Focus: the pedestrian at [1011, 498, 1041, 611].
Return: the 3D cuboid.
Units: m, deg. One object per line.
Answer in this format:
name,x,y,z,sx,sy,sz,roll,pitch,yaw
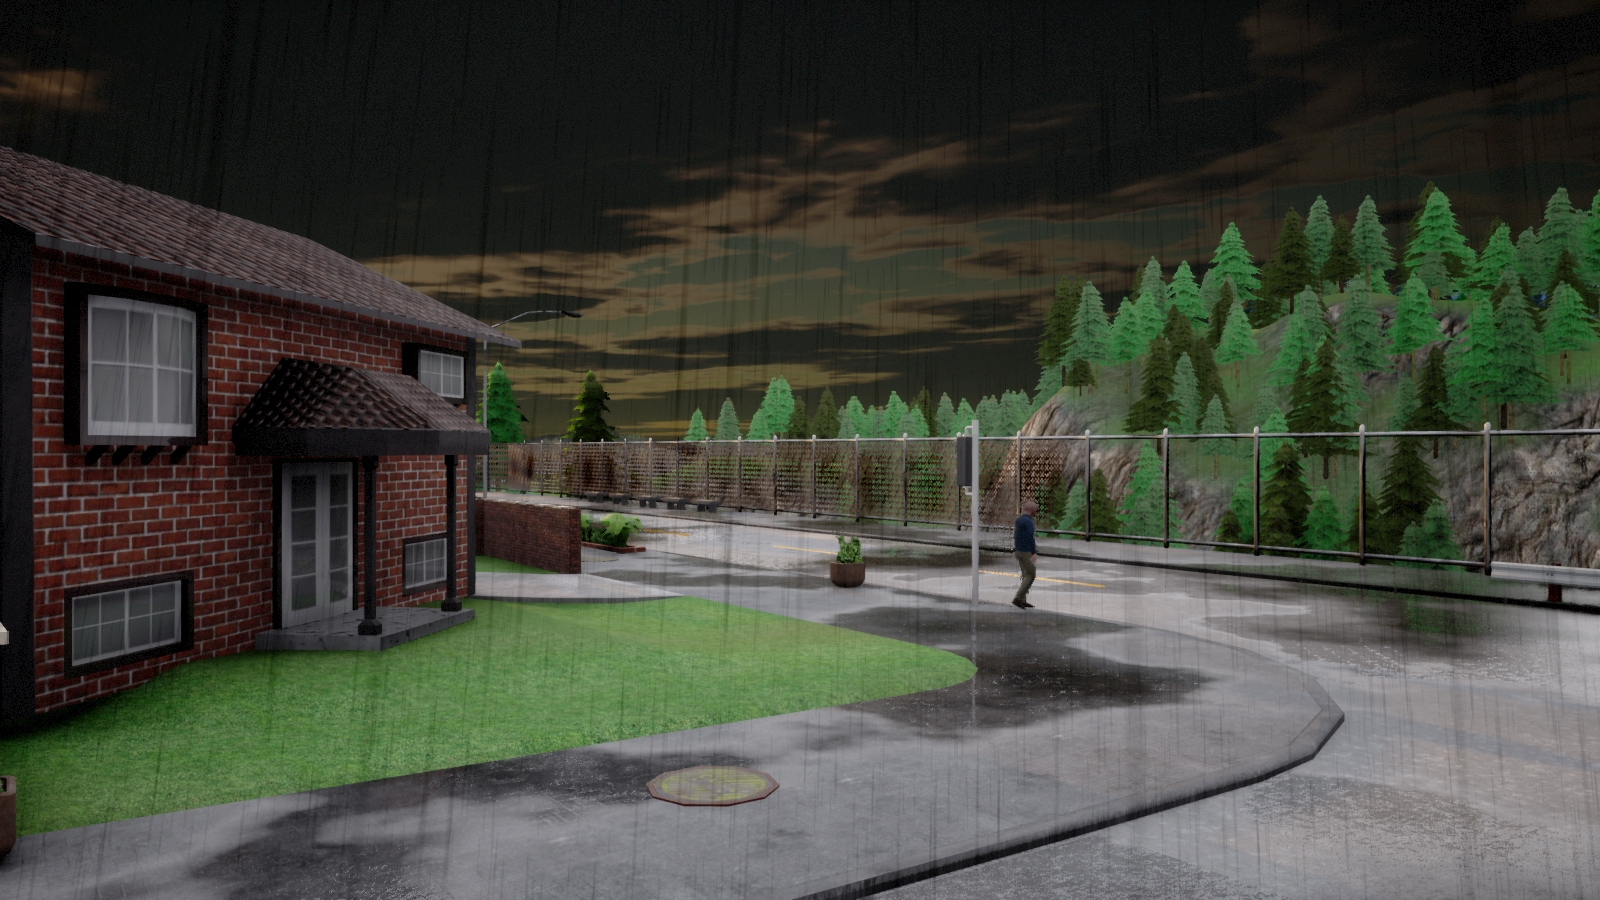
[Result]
pedestrian,3.799,1.745,19.219,0.375,1.860,0.375,0,0,-15
